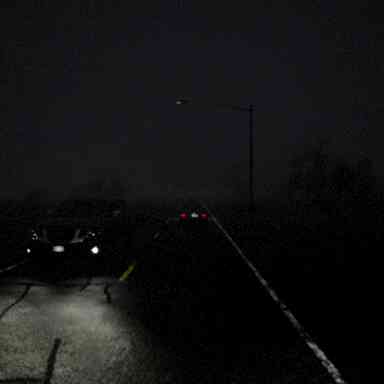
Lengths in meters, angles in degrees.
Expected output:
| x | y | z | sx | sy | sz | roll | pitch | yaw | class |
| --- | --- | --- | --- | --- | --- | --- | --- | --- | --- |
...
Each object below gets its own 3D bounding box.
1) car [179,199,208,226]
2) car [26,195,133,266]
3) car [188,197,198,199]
| x | y | z | sx | sy | sz | roll | pitch | yaw | class |
| --- | --- | --- | --- | --- | --- | --- | --- | --- | --- |
| 0.096 | 1.414 | 22.041 | 2.033 | 1.411 | 5.357 | 0 | 0 | 0 | car |
| -3.518 | 1.156 | 11.601 | 2.150 | 2.045 | 5.566 | 0 | 0 | 0 | car |
| 0.090 | 1.313 | 41.774 | 1.994 | 1.385 | 4.181 | 0 | 0 | 0 | car |
